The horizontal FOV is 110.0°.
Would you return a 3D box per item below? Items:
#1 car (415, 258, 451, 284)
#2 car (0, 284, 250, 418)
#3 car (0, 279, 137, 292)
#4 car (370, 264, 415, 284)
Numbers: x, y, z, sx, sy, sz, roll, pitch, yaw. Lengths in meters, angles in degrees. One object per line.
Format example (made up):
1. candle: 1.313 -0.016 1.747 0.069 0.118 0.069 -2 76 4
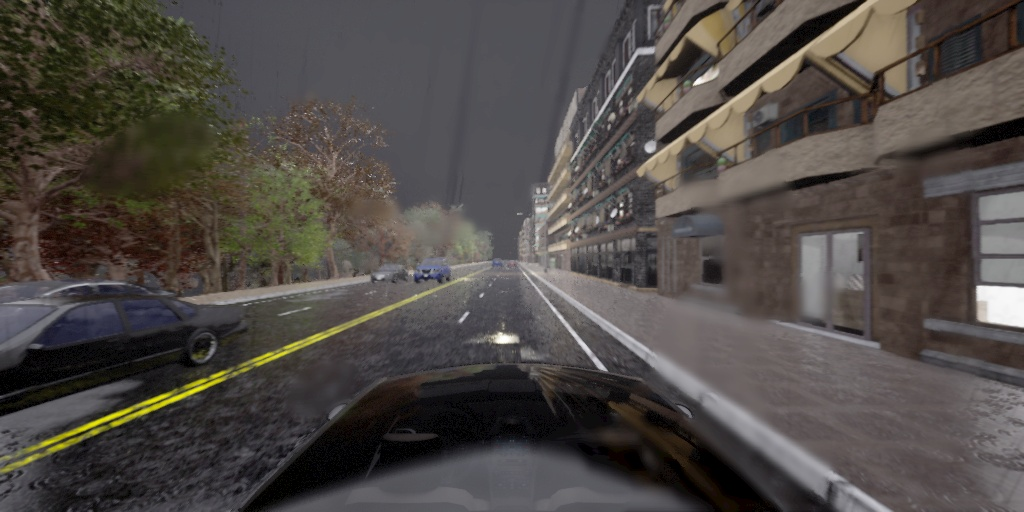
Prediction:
1. car: -6.492 1.159 29.879 2.150 2.045 5.566 0 -1 0
2. car: -6.583 1.316 5.294 2.033 1.411 5.357 0 0 1
3. car: -9.830 1.275 7.585 2.128 1.511 4.902 0 0 0
4. car: -9.756 1.417 28.931 2.128 1.511 4.902 0 -1 1
